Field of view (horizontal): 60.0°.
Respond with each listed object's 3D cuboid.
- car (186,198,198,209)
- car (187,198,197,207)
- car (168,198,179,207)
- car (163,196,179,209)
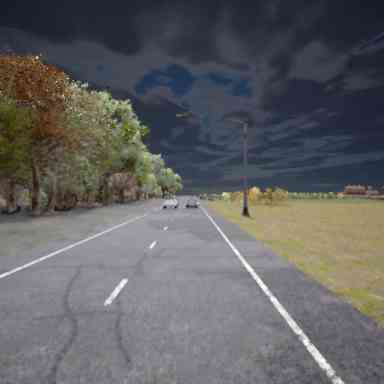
[{"bbox_3d":[-0.013,2.001,54.530,1.994,1.385,4.181,0,0,0],"label":"car"},{"bbox_3d":[-0.017,2.009,64.570,1.837,1.490,4.892,0,0,0],"label":"car"},{"bbox_3d":[-3.516,1.991,64.570,1.882,1.535,5.008,0,0,0],"label":"car"},{"bbox_3d":[-3.513,1.656,54.179,2.150,2.045,5.566,0,0,0],"label":"car"}]
